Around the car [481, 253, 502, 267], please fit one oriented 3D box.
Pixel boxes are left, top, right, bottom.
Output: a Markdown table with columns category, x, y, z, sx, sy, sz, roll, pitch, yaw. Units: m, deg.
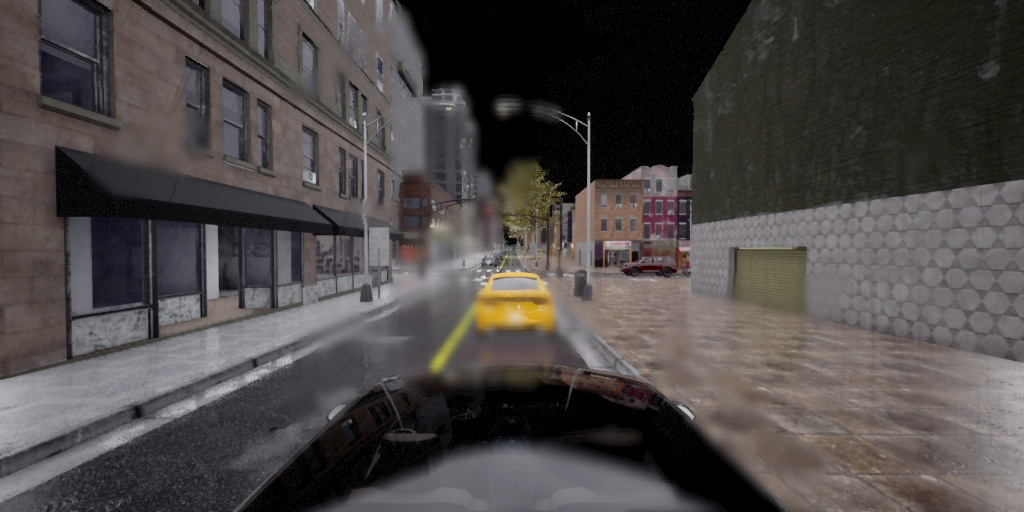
| category | x | y | z | sx | sy | sz | roll | pitch | yaw |
| --- | --- | --- | --- | --- | --- | --- | --- | --- | --- |
| car | -2.828 | 0.613 | 45.997 | 2.128 | 1.511 | 4.902 | 0 | 2 | 1 |

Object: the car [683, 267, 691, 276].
| category | x | y | z | sx | sy | sz | roll | pitch | yaw |
| --- | --- | --- | --- | --- | --- | --- | --- | --- | --- |
| car | 18.113 | 1.296 | 33.418 | 4.207 | 1.307 | 1.802 | 0 | 0 | 0 |

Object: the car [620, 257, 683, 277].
| category | x | y | z | sx | sy | sz | roll | pitch | yaw |
| --- | --- | --- | --- | --- | --- | --- | --- | --- | --- |
| car | 12.711 | 0.952 | 33.411 | 5.009 | 1.841 | 2.192 | 0 | 0 | 0 |

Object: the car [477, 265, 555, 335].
| category | x | y | z | sx | sy | sz | roll | pitch | yaw |
| --- | --- | --- | --- | --- | --- | --- | --- | --- | --- |
| car | 0.098 | 1.206 | 10.439 | 1.882 | 1.535 | 5.008 | 0 | 0 | 0 |

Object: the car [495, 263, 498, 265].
| category | x | y | z | sx | sy | sz | roll | pitch | yaw |
| --- | --- | --- | --- | --- | --- | --- | --- | --- | --- |
| car | 0.073 | 1.250 | 19.881 | 1.895 | 1.301 | 4.718 | 0 | 1 | 0 |
